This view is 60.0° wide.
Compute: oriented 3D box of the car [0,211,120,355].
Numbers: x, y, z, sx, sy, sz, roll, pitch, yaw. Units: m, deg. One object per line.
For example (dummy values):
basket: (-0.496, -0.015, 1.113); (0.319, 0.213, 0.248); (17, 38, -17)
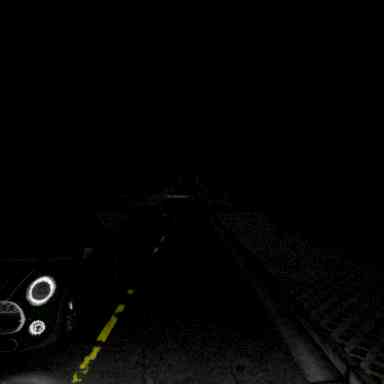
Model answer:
car: (-2.846, 1.339, 6.428); (2.097, 1.767, 4.553); (0, 0, 0)

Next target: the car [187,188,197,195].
car: (-0.008, -0.189, 73.375); (1.994, 1.385, 4.181); (0, 3, 0)

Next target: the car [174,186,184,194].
car: (-2.758, -0.607, 73.545); (2.097, 1.767, 4.553); (0, 2, 0)
